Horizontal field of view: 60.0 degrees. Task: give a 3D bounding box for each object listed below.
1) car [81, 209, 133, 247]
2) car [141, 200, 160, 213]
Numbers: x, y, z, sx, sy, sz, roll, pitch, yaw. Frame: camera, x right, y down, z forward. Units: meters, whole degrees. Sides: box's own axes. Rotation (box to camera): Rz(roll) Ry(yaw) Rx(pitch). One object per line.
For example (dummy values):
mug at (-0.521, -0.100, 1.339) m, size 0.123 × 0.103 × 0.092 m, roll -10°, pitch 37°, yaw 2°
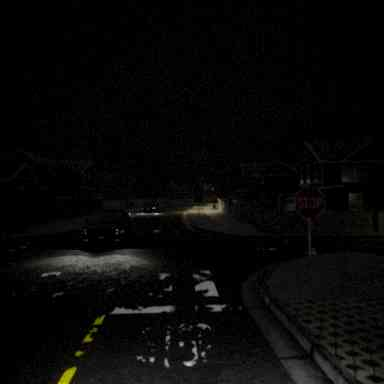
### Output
car at (-3.927, 1.597, 16.001) m, size 1.882 × 1.535 × 5.008 m, roll 0°, pitch 0°, yaw -5°
car at (-5.134, 1.846, 41.639) m, size 1.837 × 1.490 × 4.892 m, roll 0°, pitch 0°, yaw 1°
